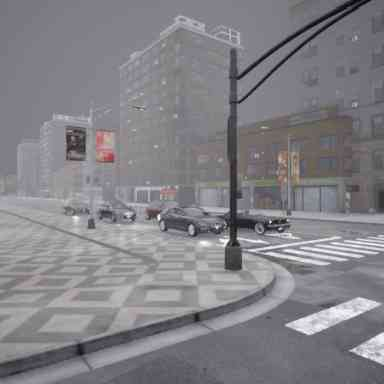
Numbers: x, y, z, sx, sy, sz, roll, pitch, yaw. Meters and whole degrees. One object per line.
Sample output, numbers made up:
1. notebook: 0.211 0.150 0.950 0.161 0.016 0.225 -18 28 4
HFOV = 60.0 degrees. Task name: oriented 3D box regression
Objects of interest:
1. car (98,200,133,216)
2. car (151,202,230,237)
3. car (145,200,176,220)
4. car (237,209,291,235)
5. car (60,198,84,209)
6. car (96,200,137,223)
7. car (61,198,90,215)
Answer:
1. car: -8.150 1.624 35.256 1.837 1.490 4.892 0 0 -36
2. car: -0.163 1.558 18.741 1.837 1.490 4.892 0 0 -36
3. car: -1.947 1.434 26.726 2.097 1.767 4.553 0 0 -36
4. car: 3.381 1.648 19.403 1.895 1.301 4.718 0 0 -36
5. car: -17.438 1.642 48.174 1.882 1.535 5.008 0 0 -36
6. car: -6.188 1.585 27.022 2.128 1.511 4.902 0 0 -36
7. car: -12.262 1.630 35.390 1.837 1.490 4.892 0 0 -36
